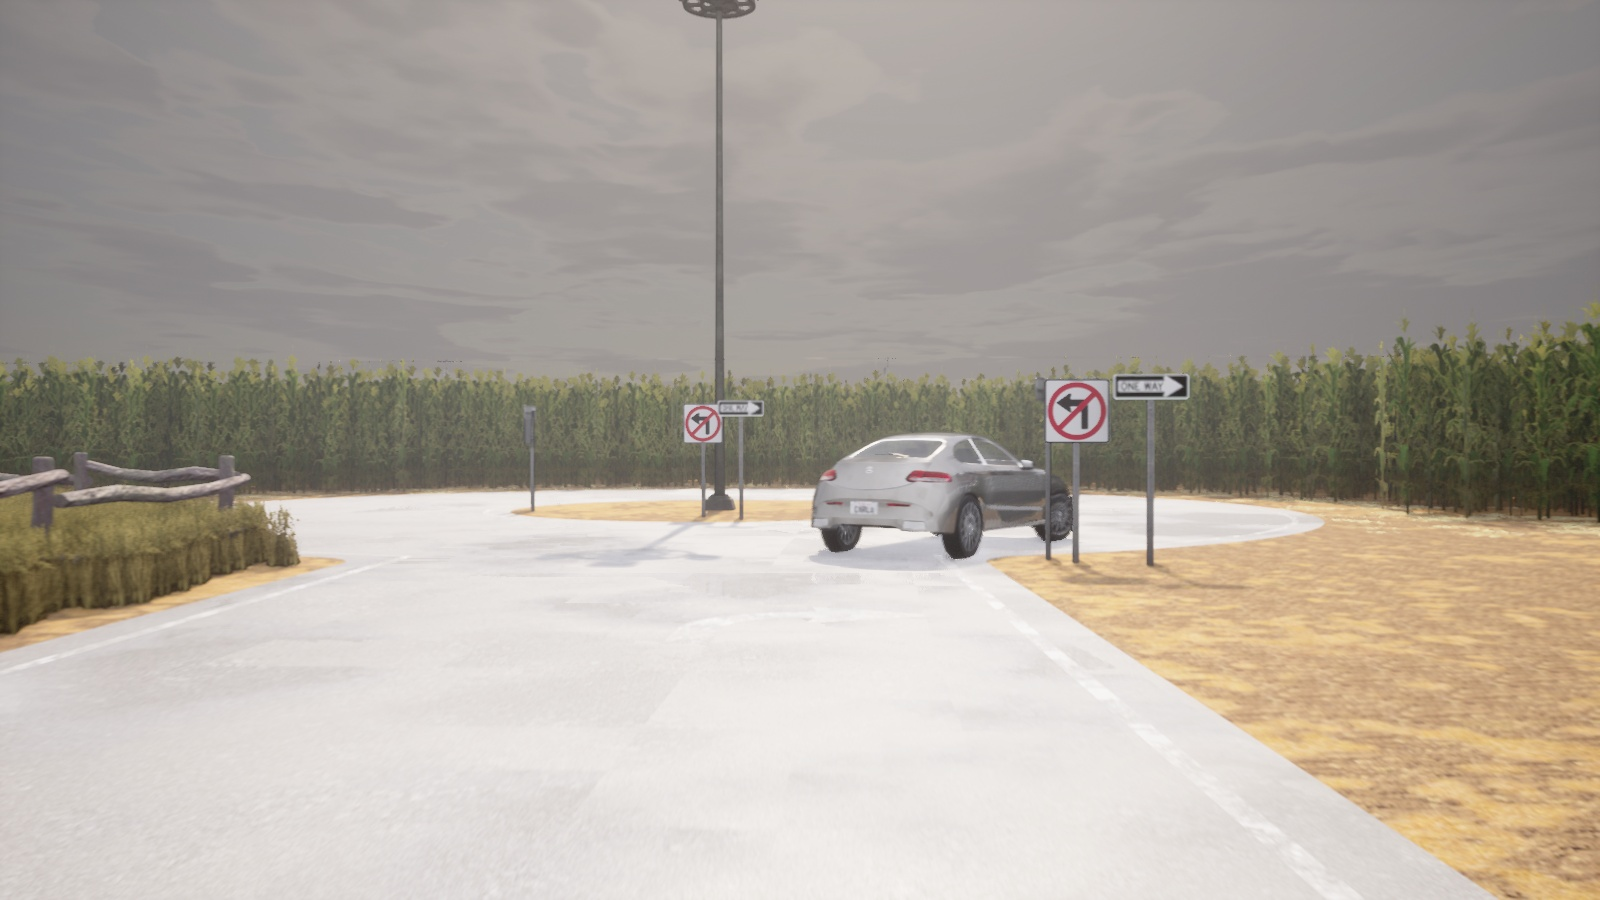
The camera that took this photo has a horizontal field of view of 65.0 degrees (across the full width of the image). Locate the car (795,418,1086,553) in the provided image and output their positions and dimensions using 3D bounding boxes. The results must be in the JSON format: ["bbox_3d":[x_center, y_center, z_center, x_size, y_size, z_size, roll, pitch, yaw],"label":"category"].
[{"bbox_3d":[2.201,0.425,18.055,2.152,1.651,5.027,0,0,33],"label":"car"}]
